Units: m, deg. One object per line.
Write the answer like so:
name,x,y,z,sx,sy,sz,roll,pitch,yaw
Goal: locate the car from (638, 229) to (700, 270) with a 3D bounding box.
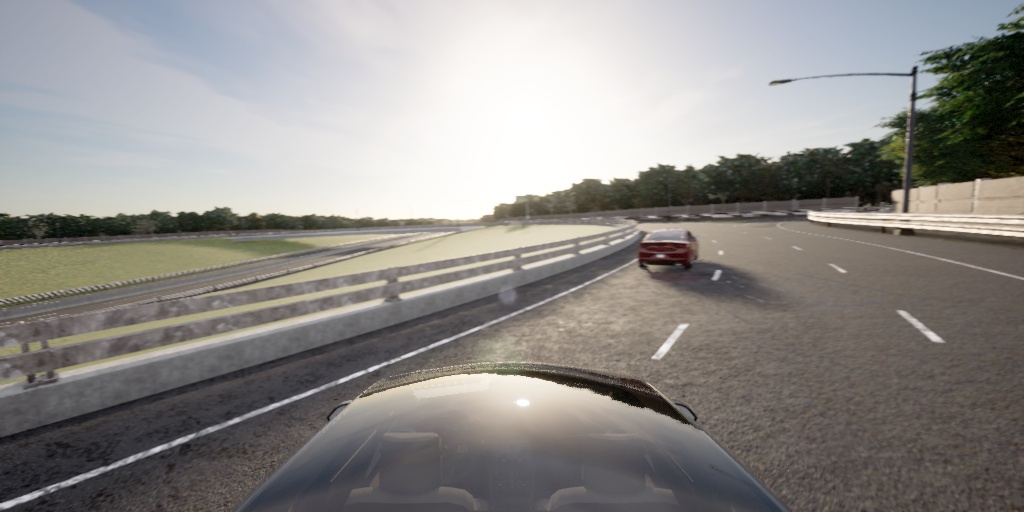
car,6.697,-0.422,15.125,1.882,1.535,5.008,1,7,32
